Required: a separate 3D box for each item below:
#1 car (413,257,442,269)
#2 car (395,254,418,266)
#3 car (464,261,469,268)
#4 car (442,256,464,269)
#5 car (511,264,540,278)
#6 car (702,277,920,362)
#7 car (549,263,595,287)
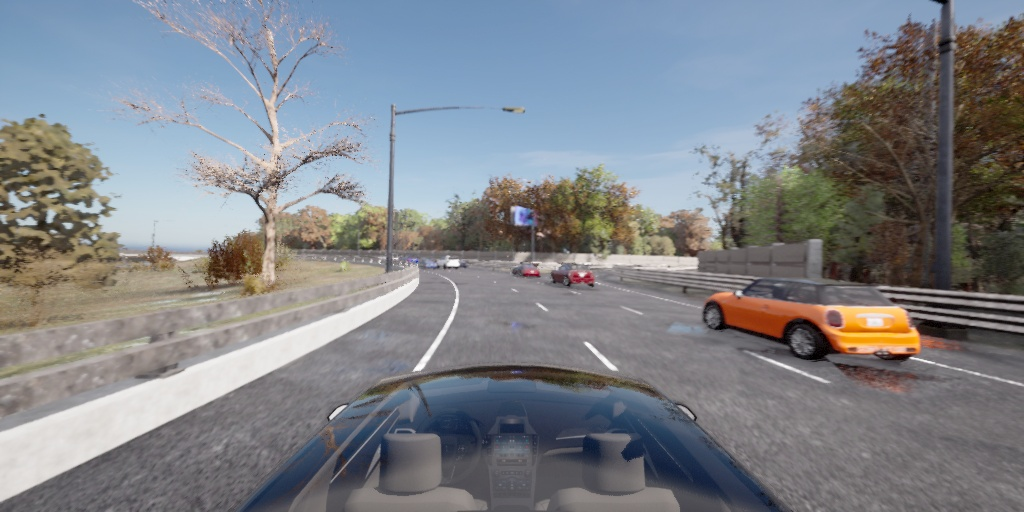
[{"bbox_3d":[-12.625,1.245,53.218,2.033,1.411,5.357,2,0,-29],"label":"car"},{"bbox_3d":[-17.734,0.835,61.711,2.150,2.045,5.566,2,0,-36],"label":"car"},{"bbox_3d":[-9.311,1.379,61.782,2.033,1.411,5.357,2,0,-32],"label":"car"},{"bbox_3d":[-9.946,0.998,55.656,2.150,2.045,5.566,2,0,-29],"label":"car"},{"bbox_3d":[1.412,1.534,37.928,1.994,1.385,4.181,2,0,-18],"label":"car"},{"bbox_3d":[6.961,1.312,9.113,2.097,1.767,4.553,1,0,-3],"label":"car"},{"bbox_3d":[4.414,1.340,27.014,2.097,1.767,4.553,1,0,-13],"label":"car"}]
